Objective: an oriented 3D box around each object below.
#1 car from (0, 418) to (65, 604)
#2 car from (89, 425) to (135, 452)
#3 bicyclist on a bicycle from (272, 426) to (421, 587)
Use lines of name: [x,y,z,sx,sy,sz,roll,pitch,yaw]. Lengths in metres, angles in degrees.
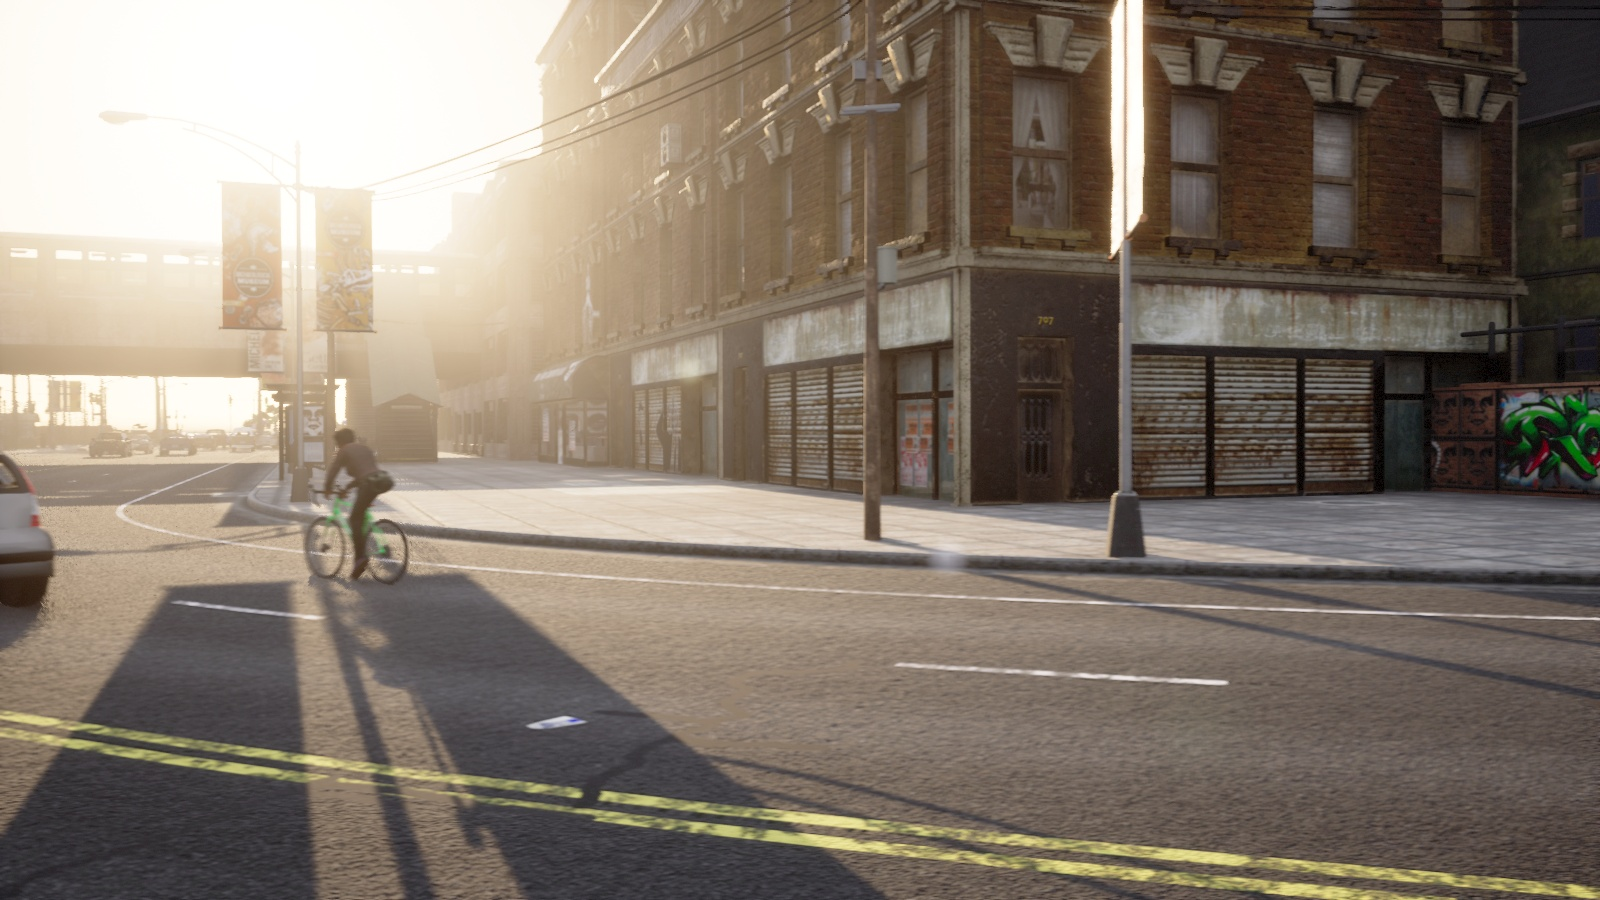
car: [-8.817,0.512,11.766,3.988,1.617,1.851,1,1,35]
car: [-45.817,-0.763,83.719,2.097,1.767,4.553,0,1,-21]
bicyclist on a bicycle: [-4.805,0.560,13.278,1.656,1.620,0.582,0,0,32]
